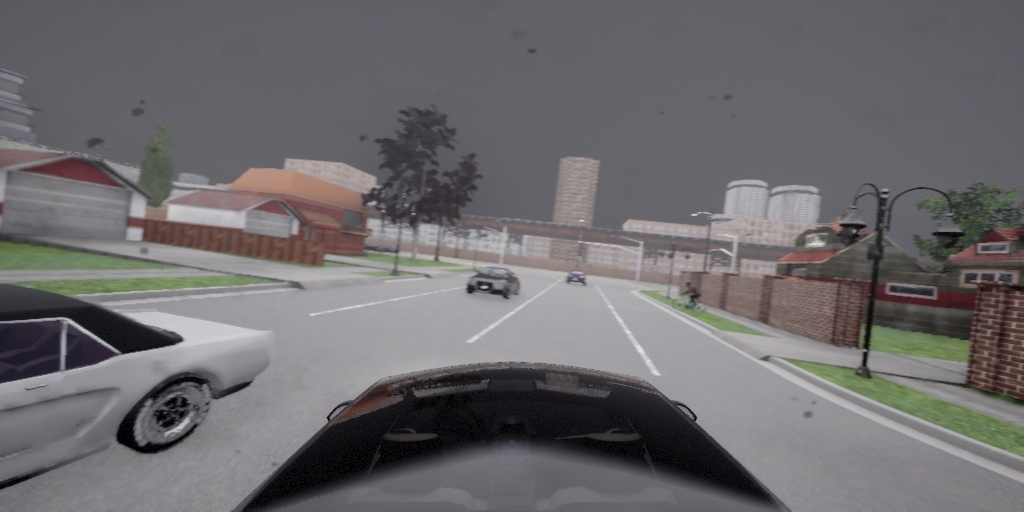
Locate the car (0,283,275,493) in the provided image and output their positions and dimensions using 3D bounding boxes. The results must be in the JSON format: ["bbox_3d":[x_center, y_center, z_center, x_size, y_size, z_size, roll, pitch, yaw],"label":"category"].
[{"bbox_3d":[-3.947,0.865,1.891,1.895,1.301,4.718,7,0,11],"label":"car"}]

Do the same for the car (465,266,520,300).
[{"bbox_3d":[-0.810,1.249,17.825,1.994,1.385,4.181,7,0,12],"label":"car"}]

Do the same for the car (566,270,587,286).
[{"bbox_3d":[6.681,2.167,37.069,1.812,1.442,4.674,7,0,12],"label":"car"}]

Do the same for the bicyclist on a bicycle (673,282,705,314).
[{"bbox_3d":[9.523,2.239,19.176,1.656,1.620,0.582,7,0,11],"label":"bicyclist on a bicycle"}]

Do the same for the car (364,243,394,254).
[{"bbox_3d":[-23.461,-1.400,60.726,5.357,1.411,2.033,7,0,13],"label":"car"}]
